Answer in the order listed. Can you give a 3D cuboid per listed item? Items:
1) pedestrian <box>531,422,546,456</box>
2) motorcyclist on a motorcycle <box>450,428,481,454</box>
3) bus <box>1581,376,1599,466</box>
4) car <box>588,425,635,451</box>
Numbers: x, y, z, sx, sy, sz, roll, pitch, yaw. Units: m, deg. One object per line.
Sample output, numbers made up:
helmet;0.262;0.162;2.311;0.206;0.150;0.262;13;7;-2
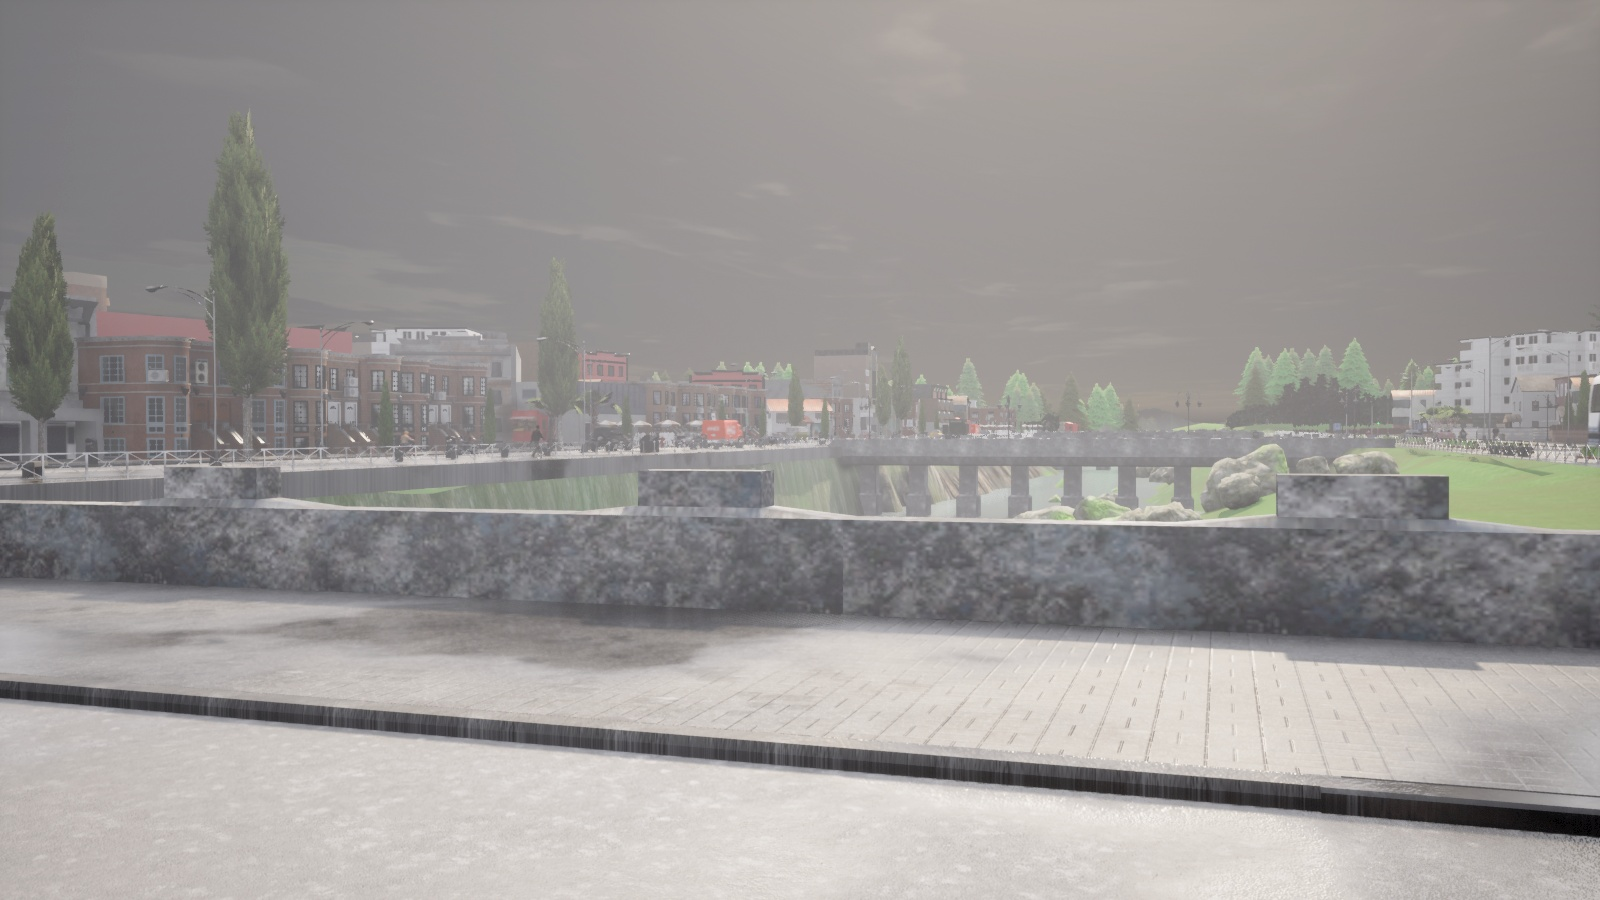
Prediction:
pedestrian;-14.060;-0.596;67.455;0.431;1.840;0.703;1;1;31
motorcyclist on a motorcycle;-21.794;-0.616;81.861;0.766;1.649;2.350;1;1;19
bus;39.155;-1.317;57.067;3.944;4.253;10.273;1;1;19
car;-13.895;-0.916;92.815;1.905;1.878;3.866;1;1;19
